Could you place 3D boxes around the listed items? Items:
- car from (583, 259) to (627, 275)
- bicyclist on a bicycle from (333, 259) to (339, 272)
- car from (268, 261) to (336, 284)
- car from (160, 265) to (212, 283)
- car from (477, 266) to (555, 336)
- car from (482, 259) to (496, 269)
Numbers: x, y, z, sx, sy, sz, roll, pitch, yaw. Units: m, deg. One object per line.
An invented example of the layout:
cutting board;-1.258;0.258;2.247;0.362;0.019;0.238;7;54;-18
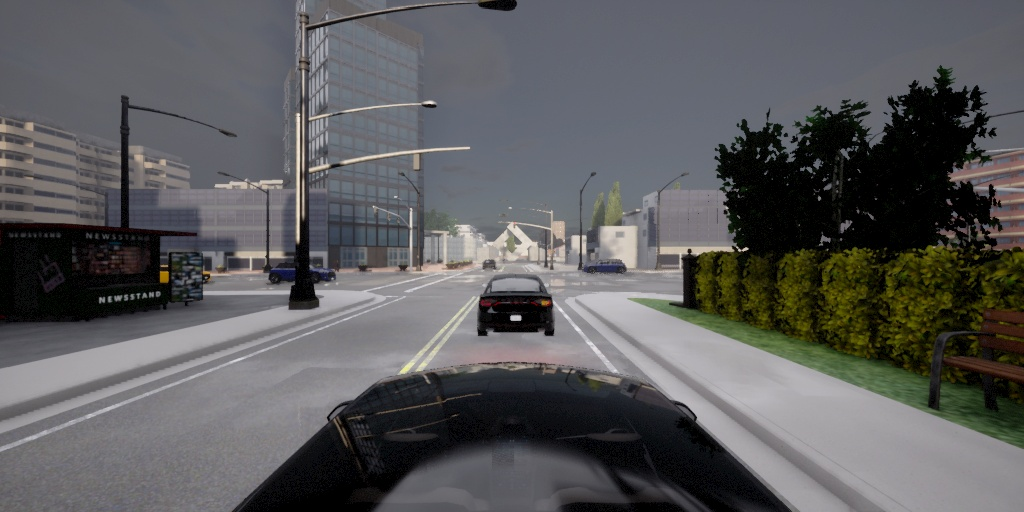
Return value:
car;10.001;1.101;38.975;4.553;1.767;2.097;0;0;3
bicyclist on a bicycle;-21.822;1.216;44.493;0.582;1.620;1.656;-1;0;0
car;-16.286;1.209;28.038;4.553;1.767;2.097;-1;0;0
car;-26.398;1.454;28.001;5.008;1.535;1.882;-1;0;0
car;0.110;1.228;10.434;1.882;1.535;5.008;0;0;1
car;-3.380;1.227;54.216;1.882;1.535;5.008;0;0;0
